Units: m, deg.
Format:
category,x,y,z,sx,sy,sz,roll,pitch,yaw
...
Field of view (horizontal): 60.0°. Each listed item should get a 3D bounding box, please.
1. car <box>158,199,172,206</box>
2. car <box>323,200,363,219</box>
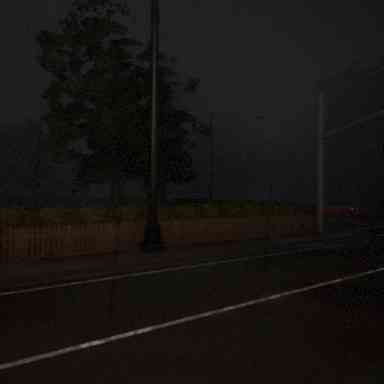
category,x,y,z,sx,sy,sz,roll,pitch,yaw
car,-5.242,1.837,56.208,2.033,1.411,5.357,1,0,-34
car,14.699,1.674,33.702,2.097,1.767,4.553,1,0,-34
